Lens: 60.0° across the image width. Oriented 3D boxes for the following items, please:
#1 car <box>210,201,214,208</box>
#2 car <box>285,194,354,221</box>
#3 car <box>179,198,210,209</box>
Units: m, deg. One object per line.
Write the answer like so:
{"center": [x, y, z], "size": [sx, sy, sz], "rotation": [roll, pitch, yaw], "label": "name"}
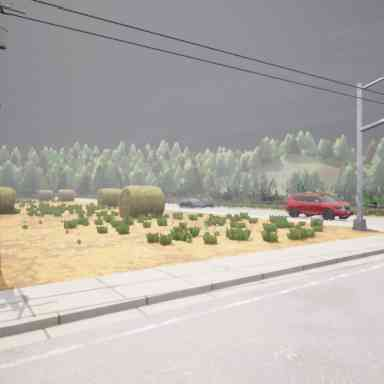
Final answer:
{"center": [1.266, 1.529, 47.987], "size": [1.994, 1.385, 4.181], "rotation": [0, 0, -33], "label": "car"}
{"center": [10.215, 1.186, 27.179], "size": [2.150, 2.045, 5.566], "rotation": [0, 0, -33], "label": "car"}
{"center": [-0.050, 1.491, 43.215], "size": [1.812, 1.442, 4.674], "rotation": [0, 0, -33], "label": "car"}
